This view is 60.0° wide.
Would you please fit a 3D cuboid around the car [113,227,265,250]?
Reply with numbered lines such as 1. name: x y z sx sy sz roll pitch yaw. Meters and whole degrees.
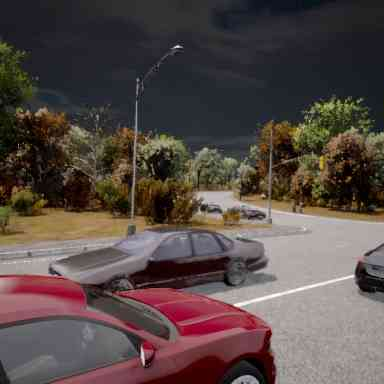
1. car: -0.523 1.570 7.933 5.357 1.411 2.033 1 0 -35

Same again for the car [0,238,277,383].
1. car: -1.413 1.479 2.737 5.008 1.535 1.882 0 0 -36

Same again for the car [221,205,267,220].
1. car: 5.749 2.175 36.024 2.033 1.411 5.357 3 -1 -26

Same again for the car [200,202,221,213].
1. car: 2.508 2.079 44.727 1.994 1.385 4.181 3 0 -19

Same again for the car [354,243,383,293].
1. car: 5.734 1.664 7.893 4.181 1.385 1.994 1 -1 -35
